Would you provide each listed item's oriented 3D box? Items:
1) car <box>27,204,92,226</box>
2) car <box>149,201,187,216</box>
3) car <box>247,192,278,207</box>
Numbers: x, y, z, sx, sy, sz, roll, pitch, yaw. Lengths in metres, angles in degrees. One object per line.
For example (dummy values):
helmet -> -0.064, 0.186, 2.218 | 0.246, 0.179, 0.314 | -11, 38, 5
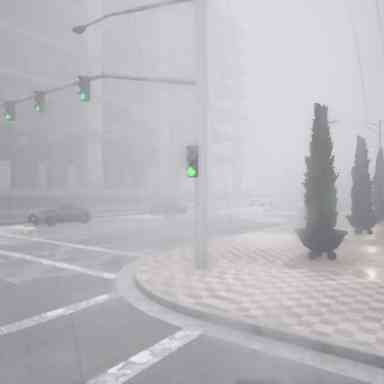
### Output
car -> -9.162, 1.560, 23.249 | 1.994, 1.385, 4.181 | 0, 0, 36
car -> -2.294, 1.561, 32.731 | 1.994, 1.385, 4.181 | 0, 0, 36
car -> 10.432, 1.221, 50.184 | 2.150, 2.045, 5.566 | 0, 0, 36
